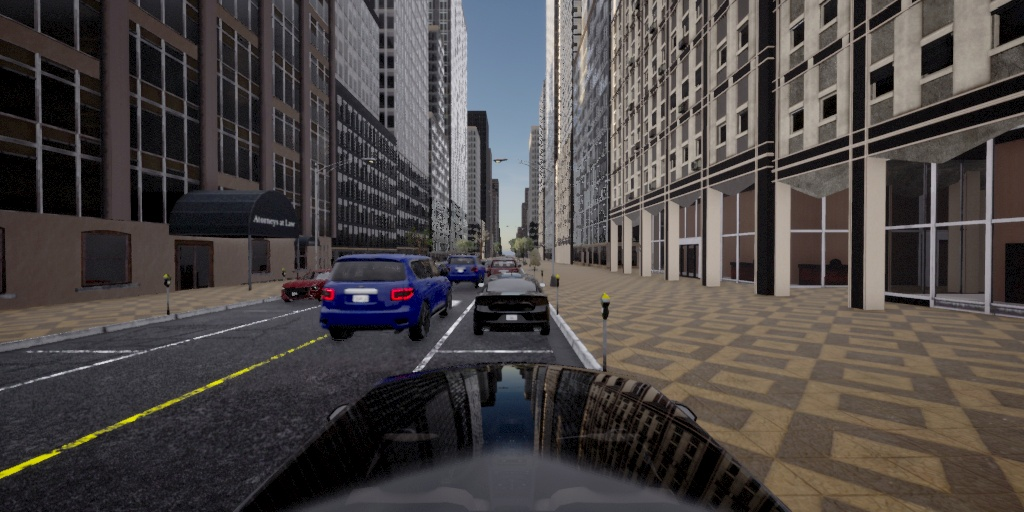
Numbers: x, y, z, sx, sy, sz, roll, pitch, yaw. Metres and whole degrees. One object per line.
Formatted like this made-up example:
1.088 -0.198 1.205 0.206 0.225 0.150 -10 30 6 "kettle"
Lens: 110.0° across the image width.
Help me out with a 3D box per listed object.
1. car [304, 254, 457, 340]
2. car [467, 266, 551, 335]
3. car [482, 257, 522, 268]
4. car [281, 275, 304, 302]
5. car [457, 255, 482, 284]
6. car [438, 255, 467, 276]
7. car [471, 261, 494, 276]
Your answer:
-3.151 0.971 10.126 2.150 2.045 5.566 0 0 0 "car"
-0.006 1.226 10.502 1.882 1.535 5.008 0 0 0 "car"
-0.457 1.061 22.523 2.192 1.841 5.009 0 0 0 "car"
-8.837 1.292 16.839 1.888 1.381 4.507 0 0 0 "car"
-3.075 0.968 24.187 2.150 2.045 5.566 0 0 0 "car"
-6.230 0.963 38.024 2.150 2.045 5.566 0 0 0 "car"
-3.077 1.291 38.730 2.033 1.411 5.357 0 0 0 "car"
